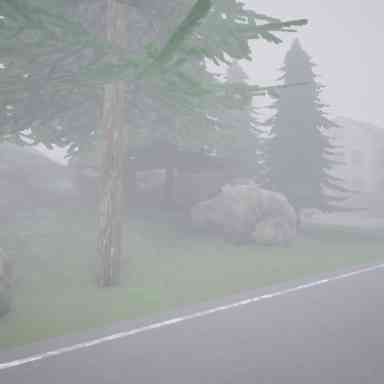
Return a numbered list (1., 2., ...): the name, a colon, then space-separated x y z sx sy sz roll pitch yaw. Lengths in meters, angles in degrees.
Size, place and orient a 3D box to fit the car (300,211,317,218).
1. car: 8.110 1.207 29.222 2.150 2.045 5.566 0 0 -35
